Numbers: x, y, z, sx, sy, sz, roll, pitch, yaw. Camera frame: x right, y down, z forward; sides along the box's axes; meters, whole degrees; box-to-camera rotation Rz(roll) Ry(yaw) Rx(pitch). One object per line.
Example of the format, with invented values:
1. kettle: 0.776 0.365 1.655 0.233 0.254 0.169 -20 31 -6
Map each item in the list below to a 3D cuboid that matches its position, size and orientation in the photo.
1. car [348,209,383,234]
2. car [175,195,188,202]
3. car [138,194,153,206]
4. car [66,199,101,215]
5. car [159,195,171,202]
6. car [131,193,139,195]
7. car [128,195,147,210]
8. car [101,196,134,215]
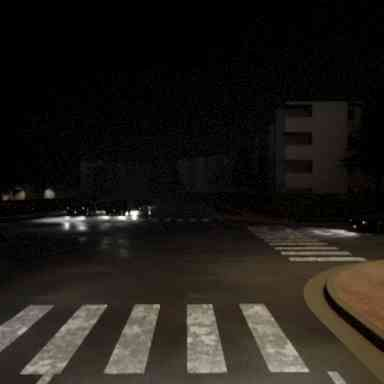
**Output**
1. car: 11.593 1.510 18.279 5.357 1.411 2.033 0 0 0
2. car: -2.410 1.456 74.003 2.033 1.411 5.357 0 0 -17
3. car: -7.527 1.463 54.752 1.812 1.442 4.674 0 0 0
4. car: -10.812 1.563 32.949 1.895 1.301 4.718 0 0 -1
5. car: -6.091 1.440 74.178 2.128 1.511 4.902 0 0 -17
6. car: -11.618 1.198 67.341 2.150 2.045 5.566 0 0 -10
7. car: -7.407 1.443 42.151 2.128 1.511 4.902 0 0 -1
8. car: -7.270 1.467 33.016 1.837 1.490 4.892 0 0 -2
